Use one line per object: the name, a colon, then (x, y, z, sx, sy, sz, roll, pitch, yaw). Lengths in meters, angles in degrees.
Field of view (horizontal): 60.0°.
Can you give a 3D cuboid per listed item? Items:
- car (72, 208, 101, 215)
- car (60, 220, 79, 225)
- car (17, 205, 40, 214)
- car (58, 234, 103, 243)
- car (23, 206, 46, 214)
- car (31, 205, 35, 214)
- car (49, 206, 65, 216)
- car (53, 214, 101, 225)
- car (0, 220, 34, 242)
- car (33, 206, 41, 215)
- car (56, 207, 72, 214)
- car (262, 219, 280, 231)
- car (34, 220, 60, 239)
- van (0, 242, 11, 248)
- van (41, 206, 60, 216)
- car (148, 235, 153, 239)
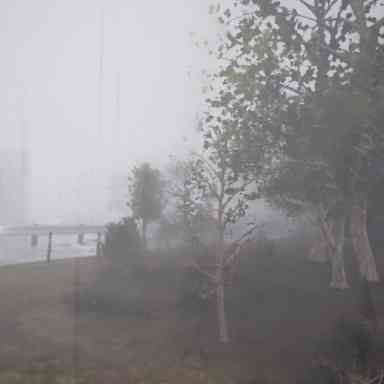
car: (-19.386, 4.098, 62.724, 2.435, 2.045, 5.566, 1, 1, 19)
car: (-16.721, 4.544, 40.264, 4.792, 1.488, 2.163, 0, 0, 17)
car: (-38.140, 3.981, 77.792, 2.185, 1.767, 4.553, 1, 1, 19)
car: (-6.990, 4.440, 25.105, 5.566, 2.045, 2.435, 1, 1, 17)
car: (-35.816, 4.177, 75.884, 2.002, 1.452, 4.674, 0, 1, 19)
car: (-33.488, 4.042, 73.975, 2.185, 1.767, 4.553, 0, 1, 19)
car: (-26.441, 4.298, 68.372, 2.002, 1.452, 4.674, 0, 1, 19)
car: (-14.989, 4.262, 42.612, 5.566, 2.045, 2.435, 0, 0, 17)
car: (-20.298, 4.264, 35.539, 5.566, 2.045, 2.435, 0, 0, 17)
car: (-31.120, 4.197, 72.131, 2.097, 1.535, 5.008, 1, 1, 19)
car: (-24.029, 4.282, 66.678, 1.946, 1.575, 5.366, 0, 1, 19)
car: (10.004, 4.263, 43.715, 1.837, 1.490, 4.892, 1, -3, -4)
car: (-18.508, 4.263, 37.896, 5.566, 2.045, 2.435, 0, 0, 17)
van: (-10.503, 4.470, 20.262, 4.442, 1.987, 1.878, 1, 1, 17)
van: (-28.815, 4.004, 70.134, 1.878, 1.987, 4.442, 1, 1, 19)
car: (-3.288, 4.721, 29.933, 4.792, 1.488, 2.163, 1, 1, 17)
